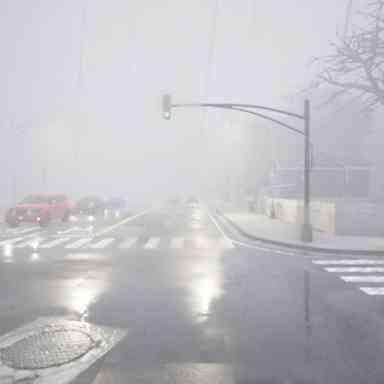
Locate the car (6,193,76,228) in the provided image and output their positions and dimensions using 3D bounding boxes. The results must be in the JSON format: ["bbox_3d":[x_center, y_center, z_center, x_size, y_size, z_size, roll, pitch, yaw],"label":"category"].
[{"bbox_3d":[-9.846,1.120,21.874,2.150,2.045,5.566,0,0,0],"label":"car"}]

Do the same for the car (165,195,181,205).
[{"bbox_3d":[-3.241,1.298,52.608,1.895,1.301,4.718,0,0,0],"label":"car"}]

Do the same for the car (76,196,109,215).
[{"bbox_3d":[-9.835,1.185,31.812,2.097,1.767,4.553,0,0,0],"label":"car"}]

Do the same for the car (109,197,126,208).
[{"bbox_3d":[-9.834,1.362,42.670,1.895,1.301,4.718,0,0,0],"label":"car"}]

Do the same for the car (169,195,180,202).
[{"bbox_3d":[-3.240,1.202,62.581,1.994,1.385,4.181,0,0,0],"label":"car"}]

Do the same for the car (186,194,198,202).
[{"bbox_3d":[0.010,1.129,62.581,2.128,1.511,4.902,0,0,0],"label":"car"}]

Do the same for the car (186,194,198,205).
[{"bbox_3d":[0.009,1.222,52.577,1.812,1.442,4.674,0,0,0],"label":"car"}]
